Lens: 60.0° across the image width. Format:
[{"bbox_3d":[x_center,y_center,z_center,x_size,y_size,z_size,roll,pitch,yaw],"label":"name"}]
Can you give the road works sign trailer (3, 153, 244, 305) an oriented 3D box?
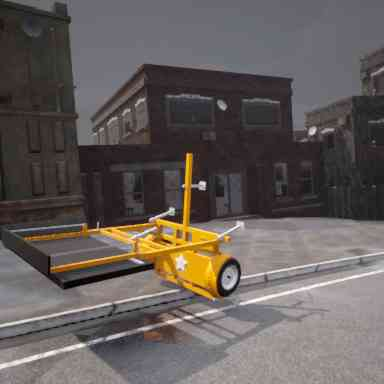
[{"bbox_3d":[-1.056,0.691,5.840,3.560,2.880,2.380,-2,7,-44],"label":"road works sign trailer"}]
